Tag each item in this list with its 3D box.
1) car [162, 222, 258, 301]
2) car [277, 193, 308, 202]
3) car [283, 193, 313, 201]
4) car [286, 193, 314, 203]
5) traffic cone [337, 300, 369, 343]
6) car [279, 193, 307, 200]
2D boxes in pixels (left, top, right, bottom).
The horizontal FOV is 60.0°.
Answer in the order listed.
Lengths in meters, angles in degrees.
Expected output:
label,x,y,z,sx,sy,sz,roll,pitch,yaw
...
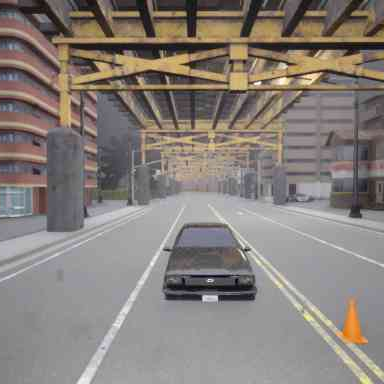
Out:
label,x,y,z,sx,sy,sz,roll,pitch,yaw
car,0.364,1.533,8.705,2.033,1.411,5.357,0,0,1
car,17.830,0.959,58.970,4.974,1.542,2.038,0,1,25
car,17.530,0.849,54.829,4.536,1.218,1.853,0,1,-20
car,17.481,1.006,54.813,4.974,1.542,2.038,0,1,-20
traffic cone,2.455,1.949,5.097,0.340,0.580,0.340,0,0,0
car,17.878,0.802,58.946,4.536,1.218,1.853,0,1,25
